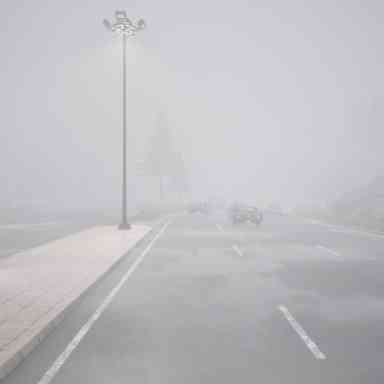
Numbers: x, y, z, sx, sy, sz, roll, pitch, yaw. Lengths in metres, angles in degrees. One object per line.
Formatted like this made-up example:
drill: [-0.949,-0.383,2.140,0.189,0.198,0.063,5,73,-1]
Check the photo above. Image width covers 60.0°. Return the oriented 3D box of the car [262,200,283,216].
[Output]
car: [7.582,1.526,32.401,1.812,1.442,4.674,0,0,6]

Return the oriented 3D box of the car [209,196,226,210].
car: [3.243,1.352,44.208,2.097,1.767,4.553,0,0,16]

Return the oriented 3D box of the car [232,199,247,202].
car: [5.551,1.564,39.369,1.994,1.385,4.181,0,0,14]

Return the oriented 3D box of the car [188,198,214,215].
car: [0.838,1.601,34.208,1.895,1.301,4.718,0,0,8]

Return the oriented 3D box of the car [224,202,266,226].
car: [3.636,1.601,23.493,1.895,1.301,4.718,0,0,1]
